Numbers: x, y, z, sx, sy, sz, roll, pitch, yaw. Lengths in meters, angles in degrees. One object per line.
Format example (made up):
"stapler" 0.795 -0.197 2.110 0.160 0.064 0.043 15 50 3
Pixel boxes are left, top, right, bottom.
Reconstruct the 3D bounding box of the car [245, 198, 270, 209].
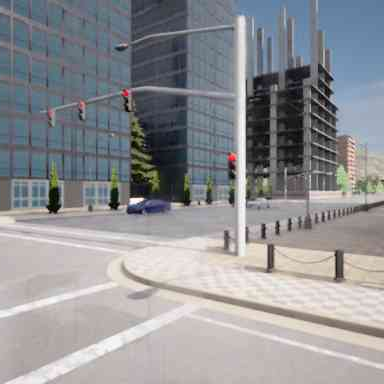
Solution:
"car" 8.700 1.480 43.615 1.812 1.442 4.674 0 0 36

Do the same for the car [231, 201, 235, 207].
"car" 7.410 1.557 47.797 1.895 1.301 4.718 0 0 36

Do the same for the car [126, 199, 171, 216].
"car" -4.083 1.434 31.801 1.882 1.535 5.008 0 0 36
